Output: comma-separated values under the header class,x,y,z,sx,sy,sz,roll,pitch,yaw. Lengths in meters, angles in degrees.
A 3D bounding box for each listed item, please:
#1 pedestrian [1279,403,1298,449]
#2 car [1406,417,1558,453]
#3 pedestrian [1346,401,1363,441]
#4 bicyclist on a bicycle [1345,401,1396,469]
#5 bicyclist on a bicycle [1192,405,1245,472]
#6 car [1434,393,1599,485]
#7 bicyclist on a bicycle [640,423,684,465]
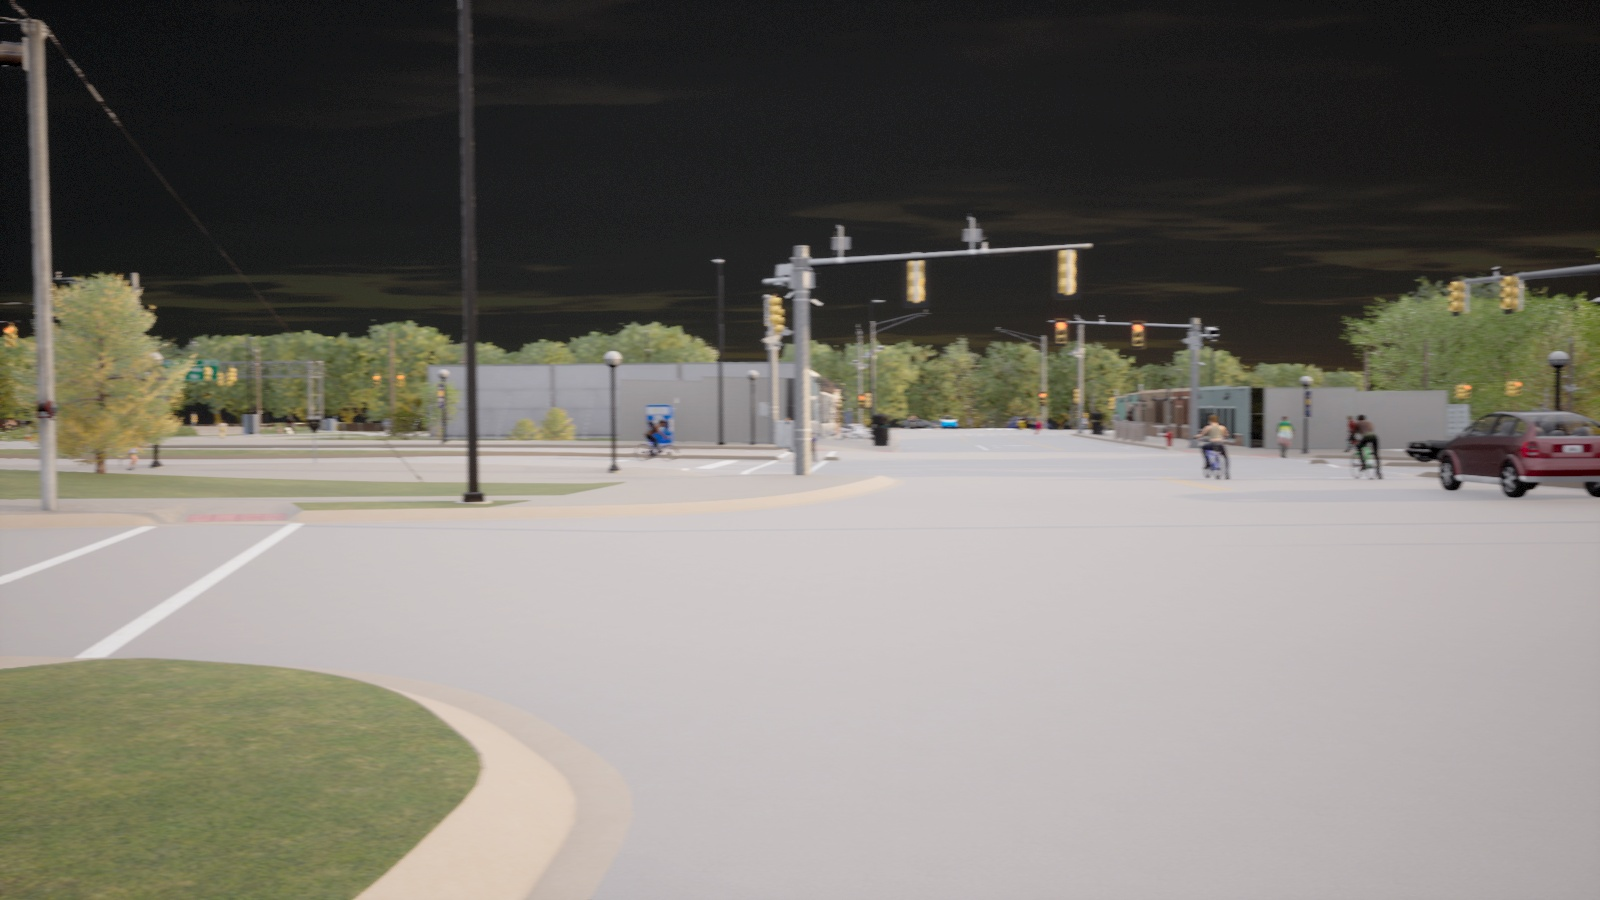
class,x,y,z,sx,sy,sz,roll,pitch,yaw
pedestrian,21.149,-1.032,54.362,0.659,1.952,0.873,-1,3,25
car,25.913,-0.597,47.822,4.718,1.301,1.895,0,2,0
pedestrian,26.045,-1.351,58.969,0.636,1.846,0.331,-1,2,9
bicyclist on a bicycle,14.090,-0.362,31.058,0.582,1.620,1.656,-1,0,5
bicyclist on a bicycle,10.457,-0.289,31.394,0.866,1.612,1.509,-1,1,4
car,13.531,-0.236,23.336,1.789,1.549,3.705,-2,1,4
bicyclist on a bicycle,-5.333,-0.223,48.552,1.656,1.620,0.582,0,1,0
